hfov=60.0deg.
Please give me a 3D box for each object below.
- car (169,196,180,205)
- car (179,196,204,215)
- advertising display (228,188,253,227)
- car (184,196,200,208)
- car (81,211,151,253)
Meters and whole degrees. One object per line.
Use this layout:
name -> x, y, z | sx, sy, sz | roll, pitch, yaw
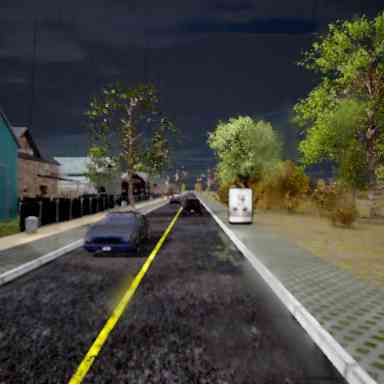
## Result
car -> -2.787, 1.372, 55.339 | 2.033, 1.411, 5.357 | 0, 0, 1
car -> 0.039, 1.402, 32.352 | 1.837, 1.490, 4.892 | 0, 0, 1
advertising display -> 3.016, 0.958, 20.736 | 1.540, 2.440, 0.280 | 0, 0, 0
car -> 0.044, 1.347, 45.433 | 2.128, 1.511, 4.902 | 0, 0, 1
car -> -2.851, 1.503, 13.783 | 2.033, 1.411, 5.357 | 0, 0, 0
